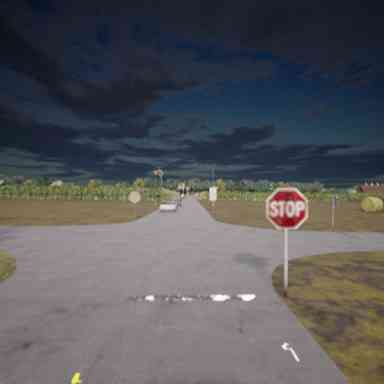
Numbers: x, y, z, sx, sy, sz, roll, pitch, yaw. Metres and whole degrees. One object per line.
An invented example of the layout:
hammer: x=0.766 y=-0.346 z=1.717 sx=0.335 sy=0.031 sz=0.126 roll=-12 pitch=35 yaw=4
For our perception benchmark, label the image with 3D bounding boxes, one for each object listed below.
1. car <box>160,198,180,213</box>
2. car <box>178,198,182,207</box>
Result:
car: x=-2.832 y=1.763 z=40.298 sx=1.895 sy=1.301 sz=4.718 roll=0 pitch=0 yaw=0
car: x=-2.793 y=1.774 z=57.123 sx=2.128 sy=1.511 sz=4.902 roll=0 pitch=-1 yaw=0
